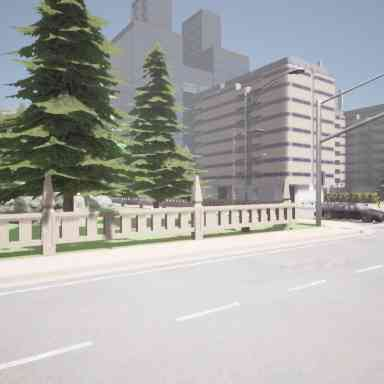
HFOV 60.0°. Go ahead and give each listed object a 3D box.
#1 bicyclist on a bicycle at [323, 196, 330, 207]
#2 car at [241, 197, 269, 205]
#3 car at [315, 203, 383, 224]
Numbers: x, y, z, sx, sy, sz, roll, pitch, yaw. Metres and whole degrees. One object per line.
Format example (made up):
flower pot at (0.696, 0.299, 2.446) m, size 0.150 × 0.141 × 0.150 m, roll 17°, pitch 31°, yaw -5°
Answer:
bicyclist on a bicycle at (17.409, 1.302, 43.008) m, size 1.656 × 1.620 × 0.582 m, roll 0°, pitch 0°, yaw -35°
car at (7.214, 1.352, 38.393) m, size 2.097 × 1.767 × 4.553 m, roll 0°, pitch 0°, yaw -35°
car at (12.146, 1.547, 25.431) m, size 2.033 × 1.411 × 5.357 m, roll 0°, pitch 0°, yaw -35°
